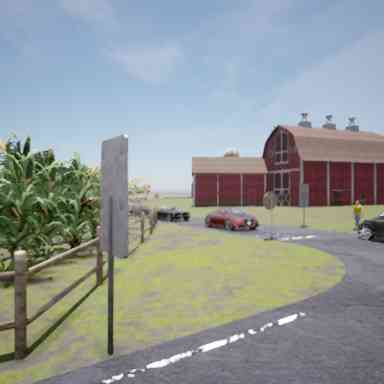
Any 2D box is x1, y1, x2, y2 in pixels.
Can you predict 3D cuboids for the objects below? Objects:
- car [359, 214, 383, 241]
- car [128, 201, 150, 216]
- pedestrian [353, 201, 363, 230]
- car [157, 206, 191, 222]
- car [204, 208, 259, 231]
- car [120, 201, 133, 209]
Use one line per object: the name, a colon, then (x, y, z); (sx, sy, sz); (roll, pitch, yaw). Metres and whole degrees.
car: (9.417, 1.554, 14.636); (1.837, 1.490, 4.892); (2, -1, -7)
car: (-6.211, 2.072, 39.009); (1.994, 1.385, 4.181); (0, -1, -25)
pedestrian: (10.311, 1.431, 20.659); (0.375, 1.860, 0.375); (-1, 0, -32)
car: (-1.904, 1.953, 30.247); (1.895, 1.301, 4.718); (0, -1, -27)
car: (2.560, 1.767, 22.227); (1.994, 1.385, 4.181); (0, -1, -29)
car: (-12.645, 2.467, 63.603); (1.994, 1.385, 4.181); (0, -1, -17)
